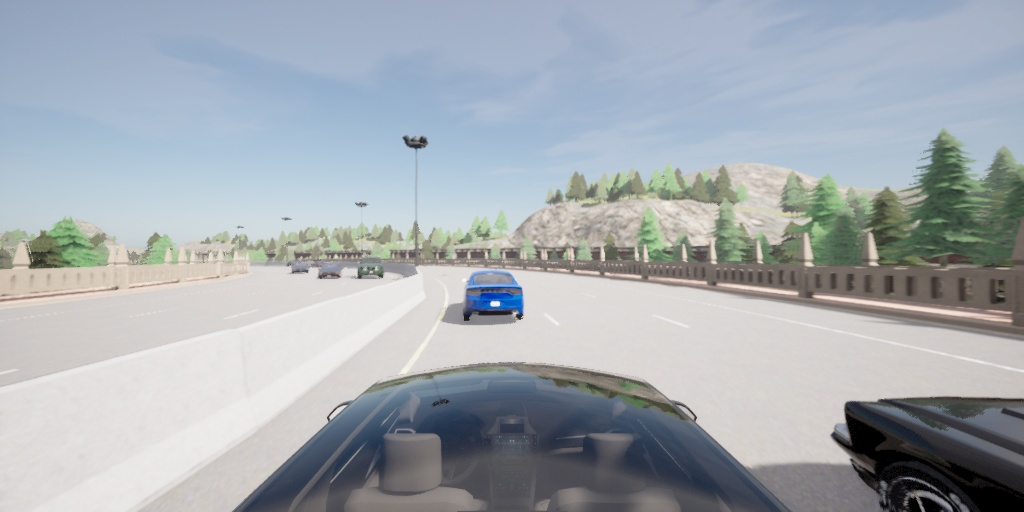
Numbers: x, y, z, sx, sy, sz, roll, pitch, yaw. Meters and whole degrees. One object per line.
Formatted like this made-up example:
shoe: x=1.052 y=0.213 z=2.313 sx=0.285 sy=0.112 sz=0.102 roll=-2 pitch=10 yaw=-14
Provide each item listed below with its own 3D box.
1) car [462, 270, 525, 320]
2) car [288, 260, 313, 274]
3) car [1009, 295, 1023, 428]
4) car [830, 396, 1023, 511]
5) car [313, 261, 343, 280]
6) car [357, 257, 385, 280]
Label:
car: x=-0.753 y=1.227 z=12.761 sx=1.882 sy=1.535 sz=5.008 roll=0 pitch=0 yaw=-6
car: x=-26.628 y=1.537 z=45.214 sx=2.033 sy=1.411 sz=5.357 roll=-1 pitch=0 yaw=-31
car: x=6.941 y=1.209 z=1.779 sx=2.128 sy=1.511 sz=4.902 roll=0 pitch=0 yaw=0
car: x=3.499 y=1.337 z=0.719 sx=1.895 sy=1.301 sz=4.718 roll=0 pitch=0 yaw=0
car: x=-17.174 y=1.433 z=34.164 sx=2.033 sy=1.411 sz=5.357 roll=0 pitch=0 yaw=-22
car: x=-13.264 y=1.073 z=33.748 sx=2.150 sy=2.045 sz=5.566 roll=0 pitch=0 yaw=-22
